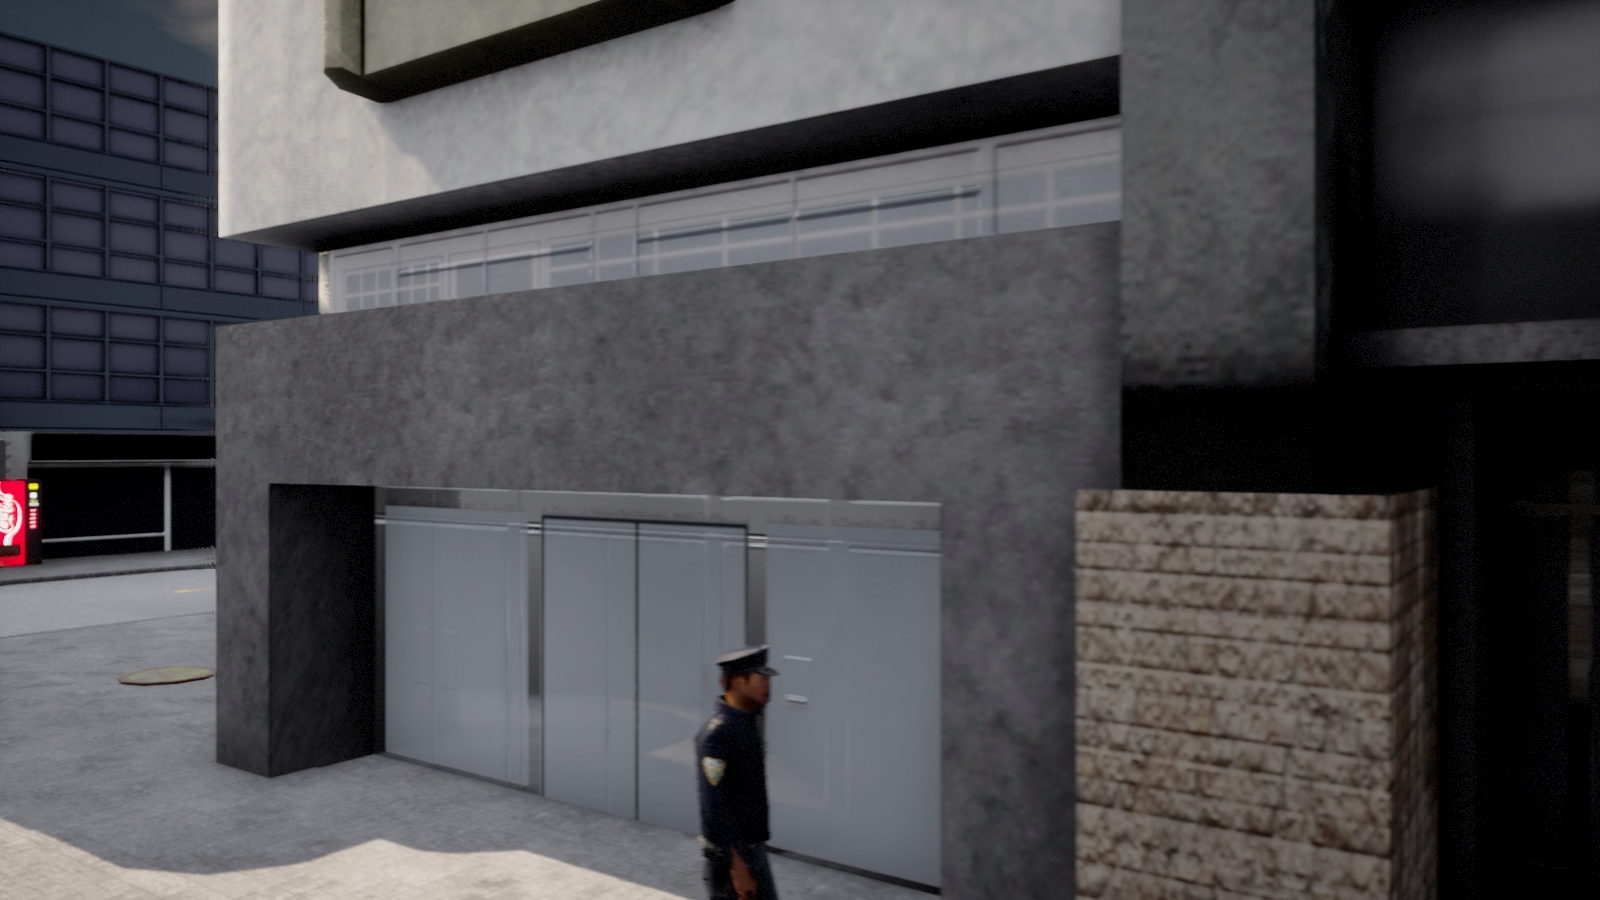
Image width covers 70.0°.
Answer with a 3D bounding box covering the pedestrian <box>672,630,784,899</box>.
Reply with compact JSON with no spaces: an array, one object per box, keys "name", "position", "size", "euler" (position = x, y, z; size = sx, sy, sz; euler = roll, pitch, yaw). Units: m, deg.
[{"name":"pedestrian","position":[-0.305,1.750,4.957],"size":[0.375,1.860,0.375],"euler":[0,0,17]}]
